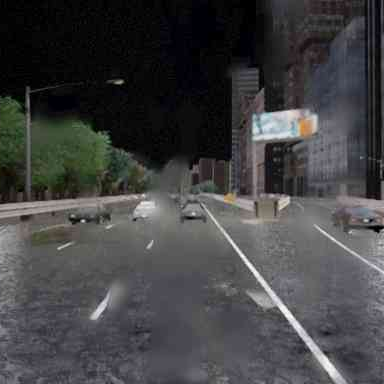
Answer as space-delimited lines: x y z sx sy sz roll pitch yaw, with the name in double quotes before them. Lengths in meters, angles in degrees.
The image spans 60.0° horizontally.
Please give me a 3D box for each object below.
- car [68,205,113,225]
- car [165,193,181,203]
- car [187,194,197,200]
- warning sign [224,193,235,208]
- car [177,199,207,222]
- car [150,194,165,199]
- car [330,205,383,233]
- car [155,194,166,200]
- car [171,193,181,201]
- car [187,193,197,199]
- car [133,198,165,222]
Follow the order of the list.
"car" -6.903 1.552 23.288 1.895 1.301 4.718 0 0 0
"car" -3.490 1.136 64.112 2.097 1.767 4.553 0 0 0
"car" 0.011 1.132 74.147 1.994 1.385 4.181 0 0 0
"warning sign" 4.545 1.003 40.345 1.300 1.860 1.060 -1 0 0
"car" 0.105 1.508 25.539 1.994 1.385 4.181 0 0 0
"car" -6.990 1.136 64.079 2.097 1.767 4.553 0 0 0
"car" 9.327 1.477 19.153 2.033 1.411 5.357 0 0 13
"car" -6.988 1.132 74.148 1.994 1.385 4.181 0 0 0
"car" -3.489 1.105 74.147 2.128 1.511 4.902 0 0 0
"car" 0.010 1.348 64.108 1.994 1.385 4.181 0 0 0
"car" -3.396 1.468 26.026 1.812 1.442 4.674 0 0 0
